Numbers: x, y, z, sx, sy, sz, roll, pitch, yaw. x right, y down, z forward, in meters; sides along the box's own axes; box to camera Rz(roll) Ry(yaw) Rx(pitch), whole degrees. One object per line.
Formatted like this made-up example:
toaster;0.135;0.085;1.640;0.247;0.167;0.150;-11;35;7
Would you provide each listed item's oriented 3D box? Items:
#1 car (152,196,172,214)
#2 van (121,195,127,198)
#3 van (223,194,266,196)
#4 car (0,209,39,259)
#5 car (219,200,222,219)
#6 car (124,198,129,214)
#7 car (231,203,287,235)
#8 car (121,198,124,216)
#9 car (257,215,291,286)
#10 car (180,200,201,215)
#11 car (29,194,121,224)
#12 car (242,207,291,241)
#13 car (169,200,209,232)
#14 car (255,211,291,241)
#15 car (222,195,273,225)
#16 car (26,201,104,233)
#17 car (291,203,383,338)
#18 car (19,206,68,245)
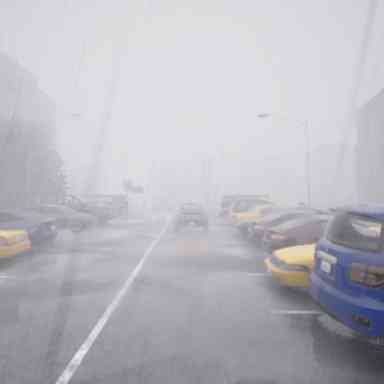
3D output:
car;-3.270;1.477;37.879;2.150;2.045;5.566;0;-2;0
van;-7.978;1.210;29.747;4.442;1.987;1.878;0;-1;0
van;4.603;1.180;27.312;4.442;1.987;1.878;0;-1;0
car;-7.906;1.438;10.218;5.366;1.575;1.946;0;0;0
car;4.512;1.393;24.536;5.008;1.535;2.097;0;0;0
car;-7.871;1.433;26.959;4.792;1.488;2.163;0;0;0
car;4.539;1.449;16.036;4.792;1.488;2.163;0;0;0
car;-7.820;1.393;24.128;5.008;1.535;2.097;0;0;-1
car;4.443;1.448;7.662;5.366;1.575;1.946;0;0;0
car;-0.105;1.573;35.365;2.128;1.511;4.902;0;-2;1
car;-7.773;1.148;21.393;5.566;2.045;2.435;0;0;0
car;4.585;1.470;13.247;4.674;1.452;2.002;0;0;0
car;-0.037;1.419;19.602;2.128;1.511;4.902;0;0;-1
car;4.605;1.480;10.580;4.674;1.452;2.002;0;0;0
car;4.496;1.273;21.745;4.553;1.767;2.185;0;0;0
car;-7.752;1.440;18.600;4.792;1.488;2.163;0;0;0
car;4.676;1.210;4.997;5.566;2.045;2.435;0;0;0
car;-7.770;1.460;13.013;4.792;1.488;2.163;0;0;0
